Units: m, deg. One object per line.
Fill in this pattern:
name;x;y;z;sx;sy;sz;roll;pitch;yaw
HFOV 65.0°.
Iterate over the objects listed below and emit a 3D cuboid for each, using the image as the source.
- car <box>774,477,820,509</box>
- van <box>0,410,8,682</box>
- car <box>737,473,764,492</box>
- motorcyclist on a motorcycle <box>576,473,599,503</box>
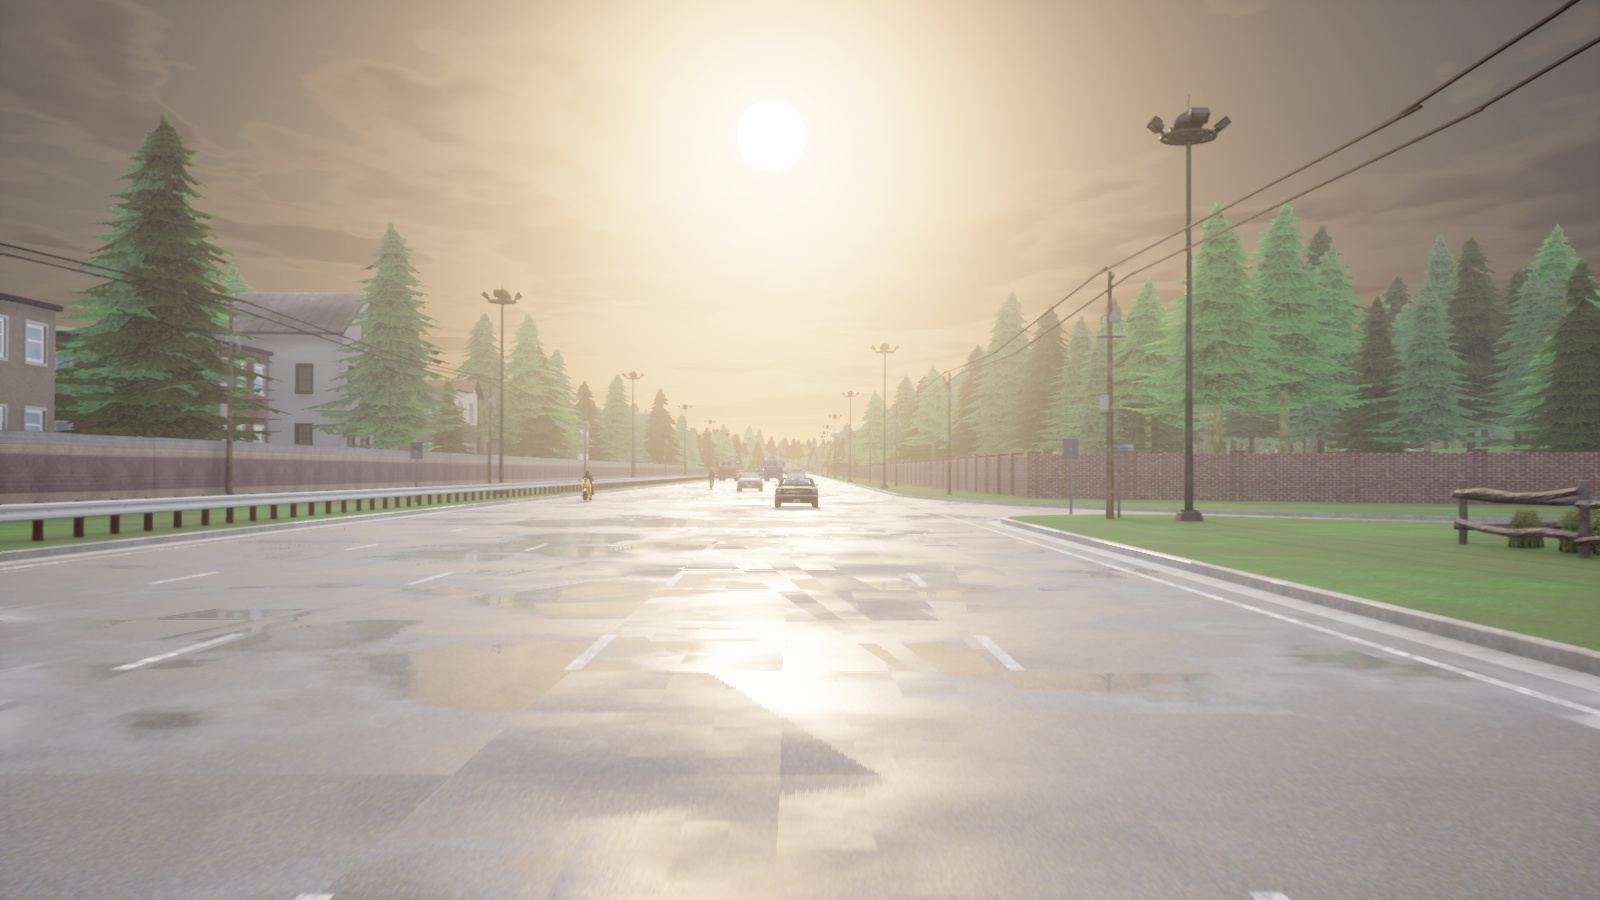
car;-0.129;1.816;53.899;1.895;1.301;4.718;0;-1;0
van;-7.019;0.687;7.247;2.069;2.038;4.480;0;-1;0
car;-3.728;2.447;95.089;1.812;1.442;4.674;0;-1;0
motorcyclist on a motorcycle;-10.651;1.895;63.067;0.797;1.523;2.044;0;-1;0
